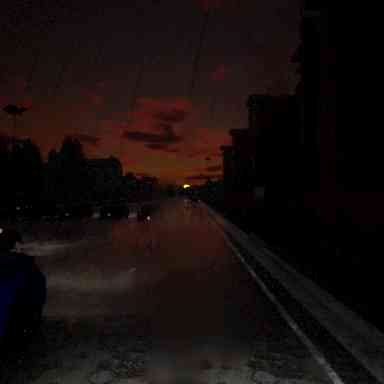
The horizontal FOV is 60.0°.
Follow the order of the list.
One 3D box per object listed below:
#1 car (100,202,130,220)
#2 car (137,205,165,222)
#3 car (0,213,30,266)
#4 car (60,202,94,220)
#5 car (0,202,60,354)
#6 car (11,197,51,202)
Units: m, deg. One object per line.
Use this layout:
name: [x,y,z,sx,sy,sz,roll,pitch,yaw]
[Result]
car: [-6.941,1.692,30.295,2.128,1.511,4.902,0,0,0]
car: [-3.439,1.791,28.700,1.895,1.301,4.718,0,0,0]
car: [-6.922,1.543,9.769,1.882,1.535,5.008,0,0,0]
car: [-10.441,1.692,30.299,2.128,1.511,4.902,0,0,0]
car: [-3.433,1.246,3.030,2.150,2.045,5.566,0,0,0]
car: [-13.939,1.416,29.329,2.150,2.045,5.566,0,0,0]
